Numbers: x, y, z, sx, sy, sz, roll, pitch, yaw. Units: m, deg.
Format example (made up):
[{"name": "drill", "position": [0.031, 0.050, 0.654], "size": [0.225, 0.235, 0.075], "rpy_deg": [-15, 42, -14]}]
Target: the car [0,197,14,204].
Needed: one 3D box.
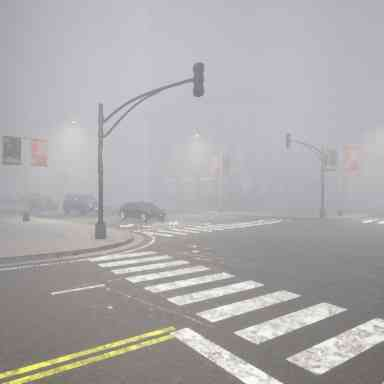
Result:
[{"name": "car", "position": [-33.655, 1.532, 60.987], "size": [1.994, 1.385, 4.181], "rpy_deg": [0, 0, -45]}]

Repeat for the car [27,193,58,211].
[{"name": "car", "position": [-18.120, 1.333, 40.576], "size": [2.097, 1.767, 4.553], "rpy_deg": [0, 0, -45]}]

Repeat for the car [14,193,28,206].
[{"name": "car", "position": [-26.067, 1.198, 53.398], "size": [5.566, 2.045, 2.150], "rpy_deg": [0, 0, 45]}]

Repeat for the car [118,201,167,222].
[{"name": "car", "position": [-4.004, 1.495, 26.439], "size": [1.837, 1.490, 4.892], "rpy_deg": [0, 0, -44]}]

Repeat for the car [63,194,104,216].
[{"name": "car", "position": [-11.022, 1.207, 33.463], "size": [2.150, 2.045, 5.566], "rpy_deg": [0, 0, -45]}]
